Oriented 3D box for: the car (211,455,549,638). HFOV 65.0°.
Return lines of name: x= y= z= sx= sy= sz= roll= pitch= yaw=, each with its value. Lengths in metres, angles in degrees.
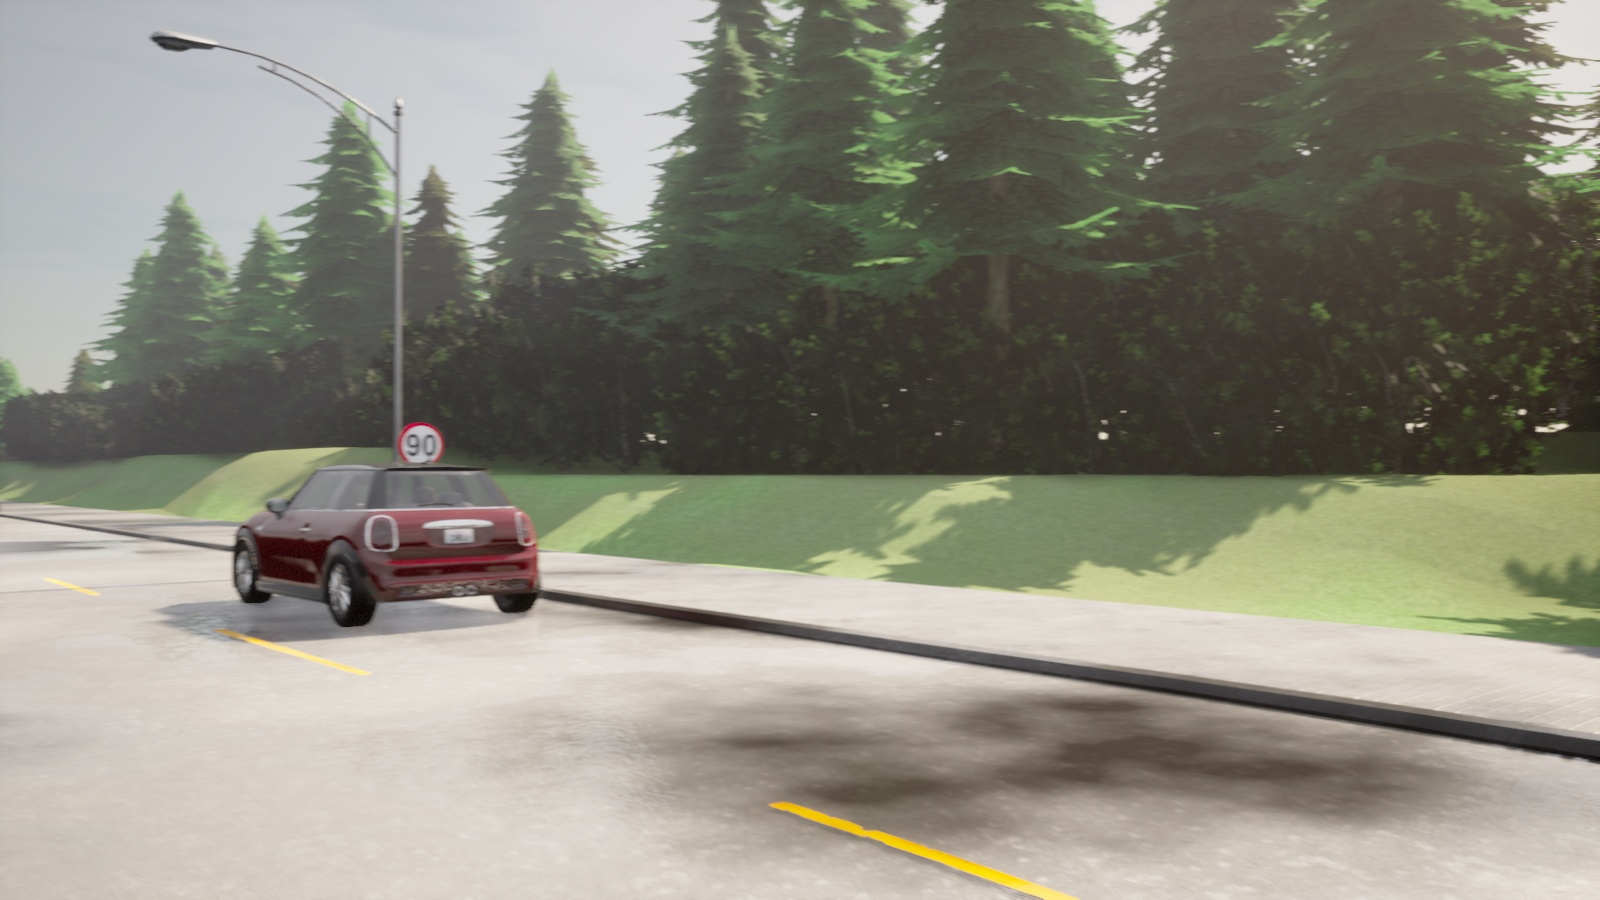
car: x=-4.988 y=0.976 z=14.490 sx=2.097 sy=1.767 sz=4.553 roll=0 pitch=-1 yaw=-41
